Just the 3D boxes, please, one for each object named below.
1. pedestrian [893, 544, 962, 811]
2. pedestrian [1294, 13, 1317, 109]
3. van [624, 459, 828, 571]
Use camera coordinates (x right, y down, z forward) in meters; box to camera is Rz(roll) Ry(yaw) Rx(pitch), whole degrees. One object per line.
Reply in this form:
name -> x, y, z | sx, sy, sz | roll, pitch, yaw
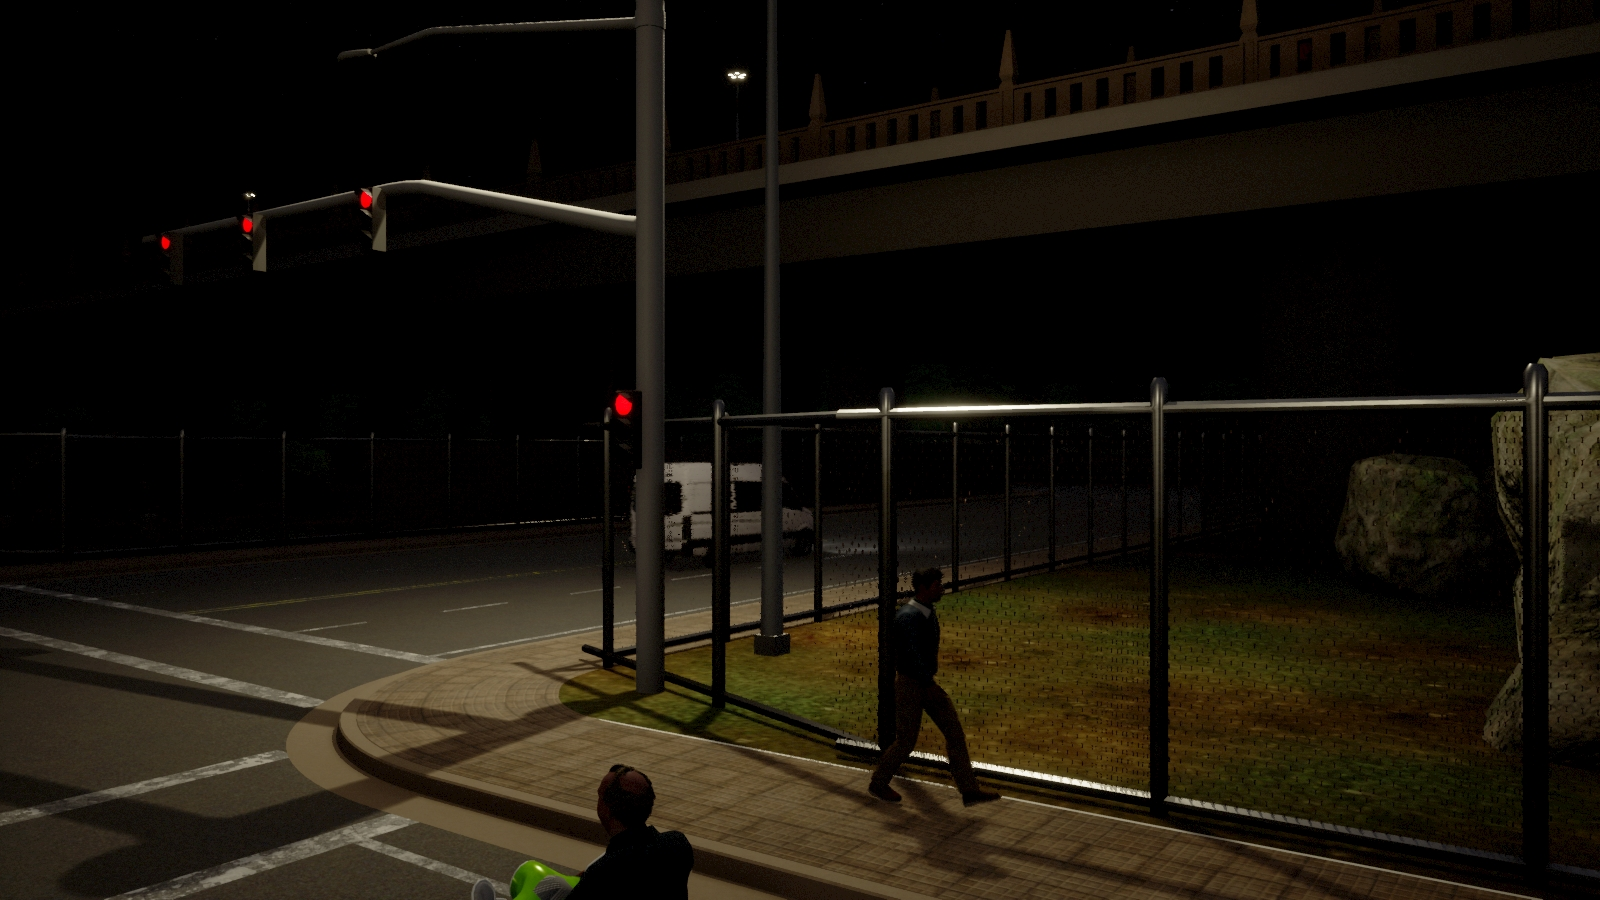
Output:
pedestrian -> 0.938, 1.643, 8.400 | 0.375, 1.860, 0.375 | 0, 0, 33
pedestrian -> 10.802, -8.303, 24.408 | 0.375, 1.860, 0.375 | 0, 0, 35
van -> -1.757, 1.534, 29.653 | 1.988, 2.561, 5.915 | 0, 0, 35
